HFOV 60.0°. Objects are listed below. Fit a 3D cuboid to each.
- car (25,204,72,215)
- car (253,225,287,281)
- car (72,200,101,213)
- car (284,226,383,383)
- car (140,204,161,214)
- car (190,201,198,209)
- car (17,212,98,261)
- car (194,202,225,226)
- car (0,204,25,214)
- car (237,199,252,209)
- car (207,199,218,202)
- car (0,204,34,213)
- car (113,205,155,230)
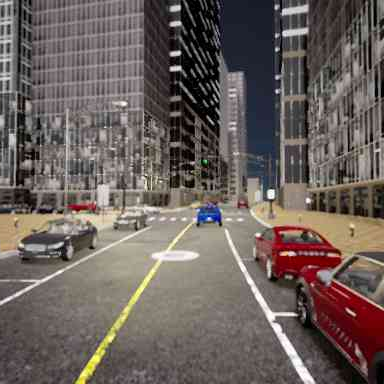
[{"bbox_3d":[-17.206,2.123,39.887,4.313,1.339,1.947,0,-2,13],"label":"car"},{"bbox_3d":[2.933,1.673,10.046,1.887,1.381,4.507,1,-1,2],"label":"car"},{"bbox_3d":[-15.439,2.117,47.570,5.009,1.841,2.192,0,-2,13],"label":"car"},{"bbox_3d":[2.774,1.498,4.407,1.967,1.590,4.097,1,-1,2],"label":"car"},{"bbox_3d":[-6.374,2.230,42.393,4.718,1.301,1.895,-1,-2,27],"label":"car"},{"bbox_3d":[0.794,2.390,60.590,1.752,1.417,4.829,1,-1,11],"label":"car"},{"bbox_3d":[-4.971,1.719,12.908,2.008,1.369,4.403,1,-1,2],"label":"car"},{"bbox_3d":[1.407,1.827,26.711,1.882,1.535,5.008,0,0,4],"label":"car"},{"bbox_3d":[-22.654,2.152,41.146,4.403,1.369,2.008,0,-2,13],"label":"car"},{"bbox_3d":[9.697,2.197,63.199,2.192,1.841,5.009,1,-1,13],"label":"car"},{"bbox_3d":[4.695,2.444,76.853,2.192,1.841,5.009,0,-1,14],"label":"car"},{"bbox_3d":[-26.340,2.441,50.082,4.403,1.369,2.008,0,-2,13],"label":"car"},{"bbox_3d":[-4.282,1.865,23.701,2.008,1.369,4.403,1,-1,4],"label":"car"}]
